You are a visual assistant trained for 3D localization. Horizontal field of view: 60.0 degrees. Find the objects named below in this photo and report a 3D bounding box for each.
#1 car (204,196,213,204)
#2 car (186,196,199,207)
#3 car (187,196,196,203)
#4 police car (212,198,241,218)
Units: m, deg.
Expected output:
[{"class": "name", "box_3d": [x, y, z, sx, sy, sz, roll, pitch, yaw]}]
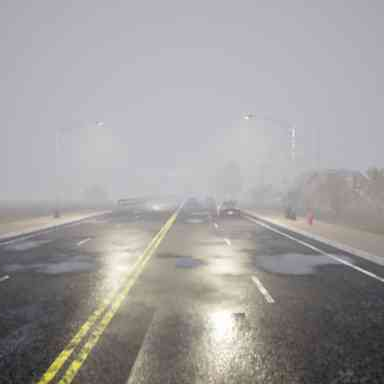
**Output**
[{"class": "car", "box_3d": [3.228, 1.546, 61.469, 1.812, 1.442, 4.674, 0, -1, 0]}, {"class": "car", "box_3d": [0.081, 1.526, 50.826, 2.033, 1.411, 5.357, 0, 0, 0]}, {"class": "car", "box_3d": [-0.028, 1.532, 70.585, 1.895, 1.301, 4.718, 0, 0, 0]}, {"class": "police car", "box_3d": [3.242, 1.561, 30.301, 2.038, 1.542, 4.974, 0, 0, 0]}]
